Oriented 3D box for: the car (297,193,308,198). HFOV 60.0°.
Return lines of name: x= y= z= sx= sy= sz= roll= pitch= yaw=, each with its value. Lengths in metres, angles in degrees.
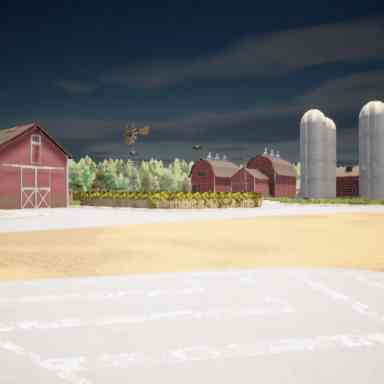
car: x=29.163 y=1.581 z=87.484 sx=2.242 sy=1.667 sz=4.611 roll=0 pitch=0 yaw=35
